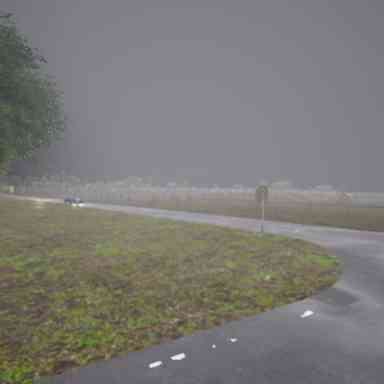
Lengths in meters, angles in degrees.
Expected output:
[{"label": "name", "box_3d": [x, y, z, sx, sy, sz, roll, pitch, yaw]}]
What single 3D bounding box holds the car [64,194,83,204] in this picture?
[{"label": "car", "box_3d": [-18.025, 0.985, 50.417, 2.128, 1.511, 4.902, 2, -1, -35]}]
